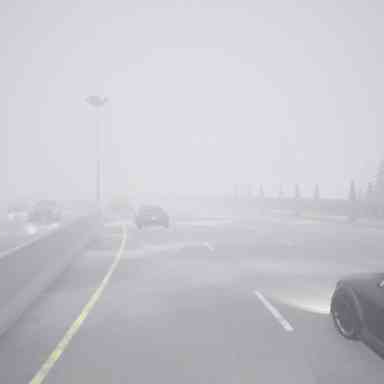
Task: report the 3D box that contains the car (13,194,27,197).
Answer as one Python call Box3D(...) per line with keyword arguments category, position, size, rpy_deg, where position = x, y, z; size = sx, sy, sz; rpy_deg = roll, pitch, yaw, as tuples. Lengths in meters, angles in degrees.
Box3D(category="car", position=(-31.898, 1.409, 61.899), size=(2.150, 2.045, 5.566), rpy_deg=(-1, 0, -41))

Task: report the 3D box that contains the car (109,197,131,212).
Box3D(category="car", position=(-8.240, 1.326, 38.368), size=(2.097, 1.767, 4.553), rpy_deg=(-1, 0, -23))

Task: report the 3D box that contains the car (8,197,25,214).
Box3D(category="car", position=(-19.371, 1.625, 37.120), size=(1.994, 1.385, 4.181), rpy_deg=(0, 0, -26))

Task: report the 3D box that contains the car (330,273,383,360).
Box3D(category="car", position=(3.326, 1.537, 3.839), size=(1.994, 1.385, 4.181), rpy_deg=(0, 0, -2))

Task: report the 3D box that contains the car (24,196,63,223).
Box3D(category="car", position=(-11.207, 1.358, 25.696), size=(2.097, 1.767, 4.553), rpy_deg=(0, 0, -18))

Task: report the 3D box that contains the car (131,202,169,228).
Box3D(category="car", position=(-2.742, 1.523, 21.871), size=(1.994, 1.385, 4.181), rpy_deg=(0, 0, -13))
